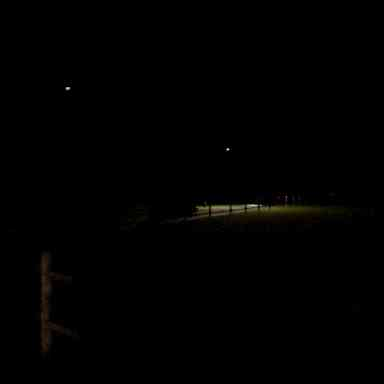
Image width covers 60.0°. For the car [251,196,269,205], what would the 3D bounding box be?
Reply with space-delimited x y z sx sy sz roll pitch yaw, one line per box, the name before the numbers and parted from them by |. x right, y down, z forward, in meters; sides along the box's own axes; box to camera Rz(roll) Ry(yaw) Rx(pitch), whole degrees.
car | 10.881 1.303 52.766 1.994 1.385 4.181 0 0 31

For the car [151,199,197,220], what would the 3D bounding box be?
car | -1.381 1.339 26.631 1.882 1.535 5.008 0 0 31
